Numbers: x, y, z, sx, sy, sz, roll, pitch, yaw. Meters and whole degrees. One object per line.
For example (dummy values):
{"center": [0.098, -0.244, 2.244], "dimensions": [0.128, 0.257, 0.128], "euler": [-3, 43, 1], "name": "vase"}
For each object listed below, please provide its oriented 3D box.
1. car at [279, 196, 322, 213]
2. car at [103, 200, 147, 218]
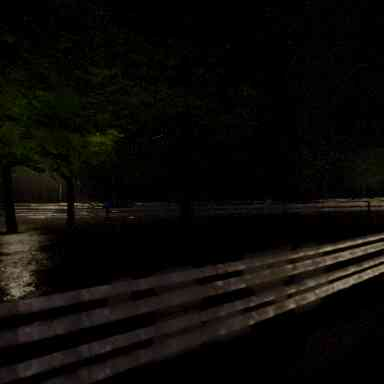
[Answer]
{"center": [14.456, 1.607, 44.462], "dimensions": [5.566, 2.045, 2.150], "euler": [-1, 0, -5], "name": "car"}
{"center": [-8.616, 2.016, 42.592], "dimensions": [5.566, 2.045, 2.150], "euler": [-1, 0, -5], "name": "car"}
